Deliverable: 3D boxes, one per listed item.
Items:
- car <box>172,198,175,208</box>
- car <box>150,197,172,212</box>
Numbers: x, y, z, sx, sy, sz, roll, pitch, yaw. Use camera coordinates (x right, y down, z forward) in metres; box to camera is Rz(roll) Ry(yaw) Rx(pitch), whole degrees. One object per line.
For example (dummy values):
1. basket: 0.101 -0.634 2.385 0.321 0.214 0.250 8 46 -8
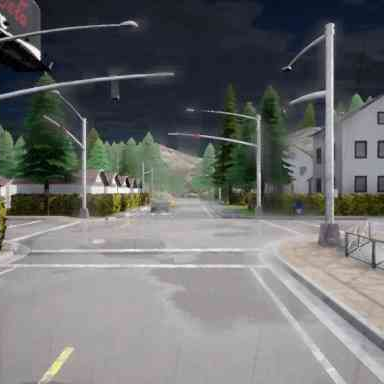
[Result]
1. car: -3.585 1.478 48.600 1.882 1.535 5.008 0 0 0
2. car: -3.583 1.526 38.128 1.812 1.442 4.674 0 0 0
